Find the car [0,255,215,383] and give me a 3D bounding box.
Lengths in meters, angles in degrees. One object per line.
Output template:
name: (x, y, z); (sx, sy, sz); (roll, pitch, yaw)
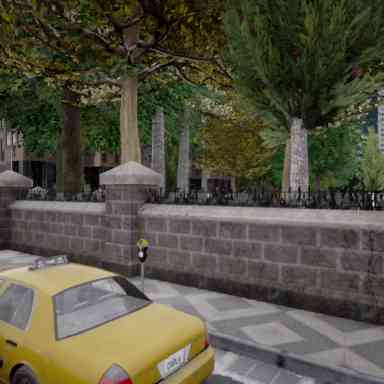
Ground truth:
car: (-2.042, 1.525, 4.413); (4.829, 1.417, 1.752); (0, 0, 35)
